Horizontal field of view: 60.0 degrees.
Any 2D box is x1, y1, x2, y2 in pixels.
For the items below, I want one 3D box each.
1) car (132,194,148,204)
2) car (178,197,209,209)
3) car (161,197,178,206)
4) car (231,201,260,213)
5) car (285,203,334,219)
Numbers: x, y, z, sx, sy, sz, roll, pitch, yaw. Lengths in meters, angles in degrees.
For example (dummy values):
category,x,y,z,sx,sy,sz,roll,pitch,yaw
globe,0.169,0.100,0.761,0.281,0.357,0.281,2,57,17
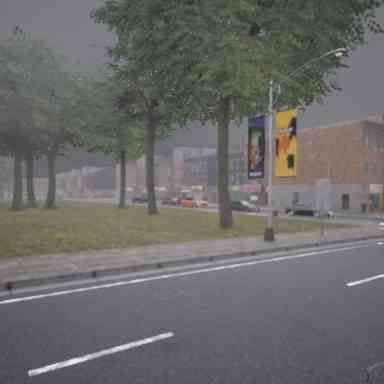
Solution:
category,x,y,z,sx,sy,sz,roll,pitch,yaw
car,-10.330,1.350,68.299,2.150,2.045,5.566,1,-1,-35
car,0.417,1.525,48.167,2.097,1.767,4.553,1,0,-35
car,-3.681,1.689,58.971,1.812,1.442,4.674,1,0,-36
car,6.127,1.770,40.136,1.812,1.442,4.674,1,0,-36
car,11.447,1.819,32.673,2.128,1.511,4.902,1,0,-36
